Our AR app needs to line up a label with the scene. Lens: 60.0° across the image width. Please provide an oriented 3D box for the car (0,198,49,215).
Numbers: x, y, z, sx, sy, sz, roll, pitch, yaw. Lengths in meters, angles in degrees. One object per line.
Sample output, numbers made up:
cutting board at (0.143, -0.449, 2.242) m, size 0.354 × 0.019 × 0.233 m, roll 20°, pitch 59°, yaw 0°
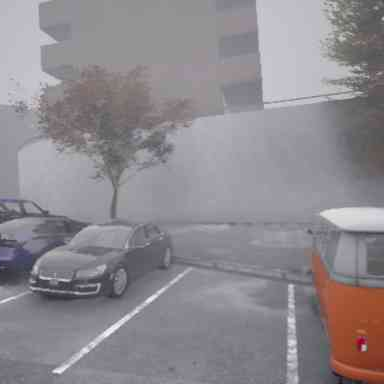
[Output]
car at (-6.848, 1.252, 12.281) m, size 2.435 × 2.045 × 5.566 m, roll 0°, pitch -1°, yaw 16°

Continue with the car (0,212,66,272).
car at (-4.406, 1.532, 10.513) m, size 2.163 × 1.488 × 4.792 m, roll 0°, pitch -1°, yaw 16°

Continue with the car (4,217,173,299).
car at (-1.971, 1.502, 8.725) m, size 2.231 × 1.521 × 4.892 m, roll 1°, pitch -1°, yaw 16°

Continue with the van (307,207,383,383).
van at (2.902, 1.275, 5.282) m, size 1.878 × 1.987 × 4.442 m, roll 0°, pitch -1°, yaw 16°
